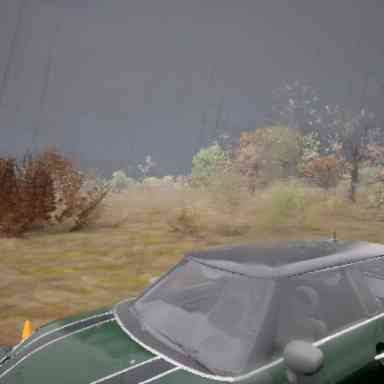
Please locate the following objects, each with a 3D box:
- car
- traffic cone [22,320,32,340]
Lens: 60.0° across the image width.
[{"bbox_3d":[0.508,1.337,3.140,4.553,1.767,2.097,0,0,-34],"label":"car"},{"bbox_3d":[-2.090,1.938,4.240,0.340,0.580,0.340,0,0,-35],"label":"traffic cone"}]
